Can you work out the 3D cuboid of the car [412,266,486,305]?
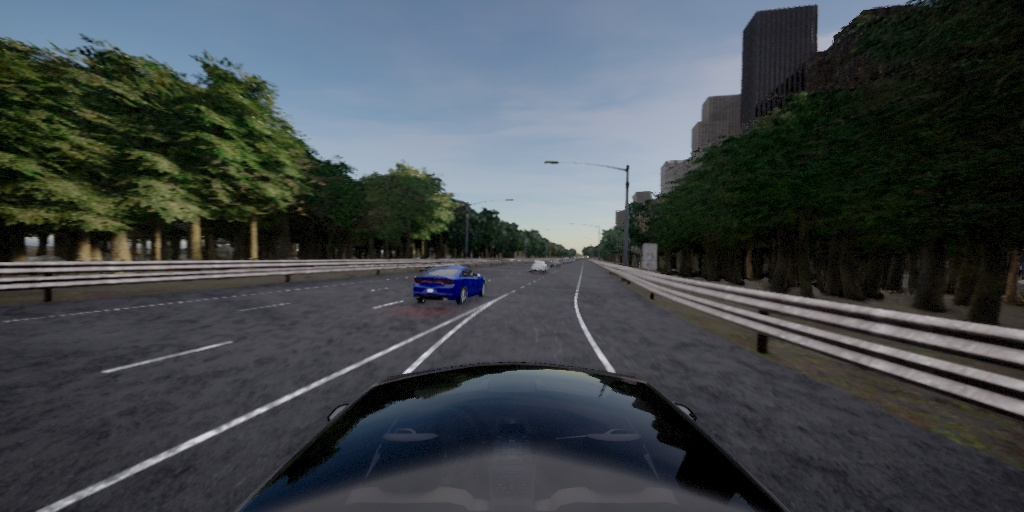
[{"bbox_3d":[-2.584,1.165,15.895,1.882,1.535,5.008,1,0,11],"label":"car"}]

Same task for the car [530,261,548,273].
[{"bbox_3d":[3.583,1.367,46.397,1.812,1.442,4.674,1,0,11],"label":"car"}]
